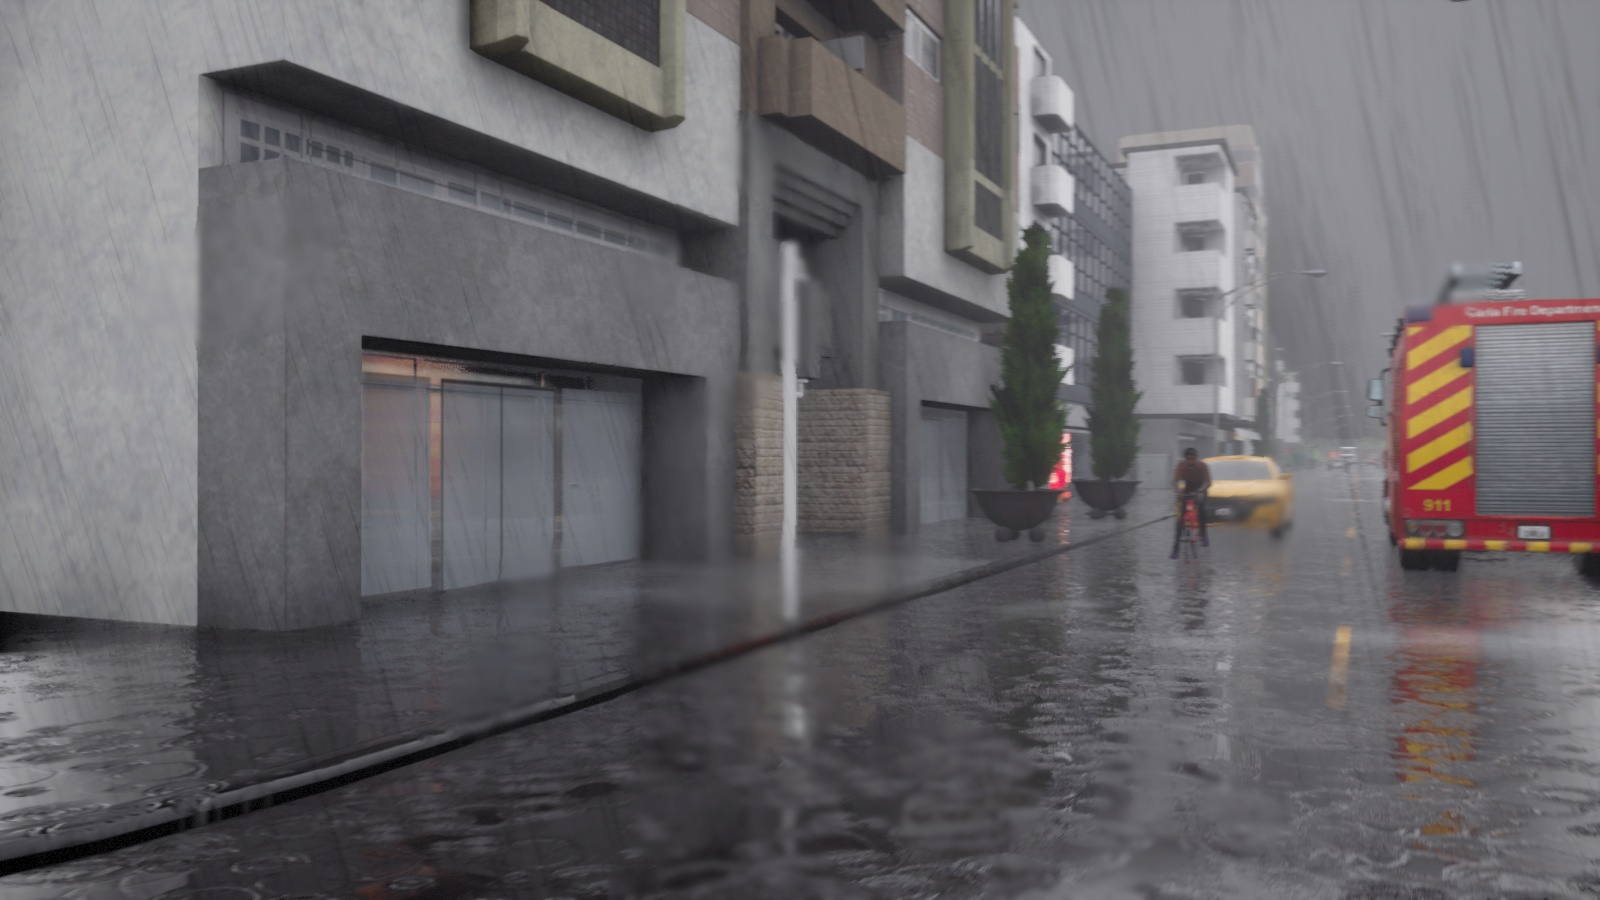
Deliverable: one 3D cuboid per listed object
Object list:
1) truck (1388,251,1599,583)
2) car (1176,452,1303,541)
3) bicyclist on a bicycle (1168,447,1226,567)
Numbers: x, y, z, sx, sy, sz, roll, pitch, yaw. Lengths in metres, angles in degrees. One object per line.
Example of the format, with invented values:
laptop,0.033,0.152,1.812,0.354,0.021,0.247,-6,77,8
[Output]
truck,10.389,-0.365,18.575,2.891,3.827,8.468,0,0,24
car,8.631,0.814,24.382,1.882,1.535,5.008,0,0,24
bicyclist on a bicycle,5.651,0.768,17.818,0.582,1.620,1.656,0,0,24
